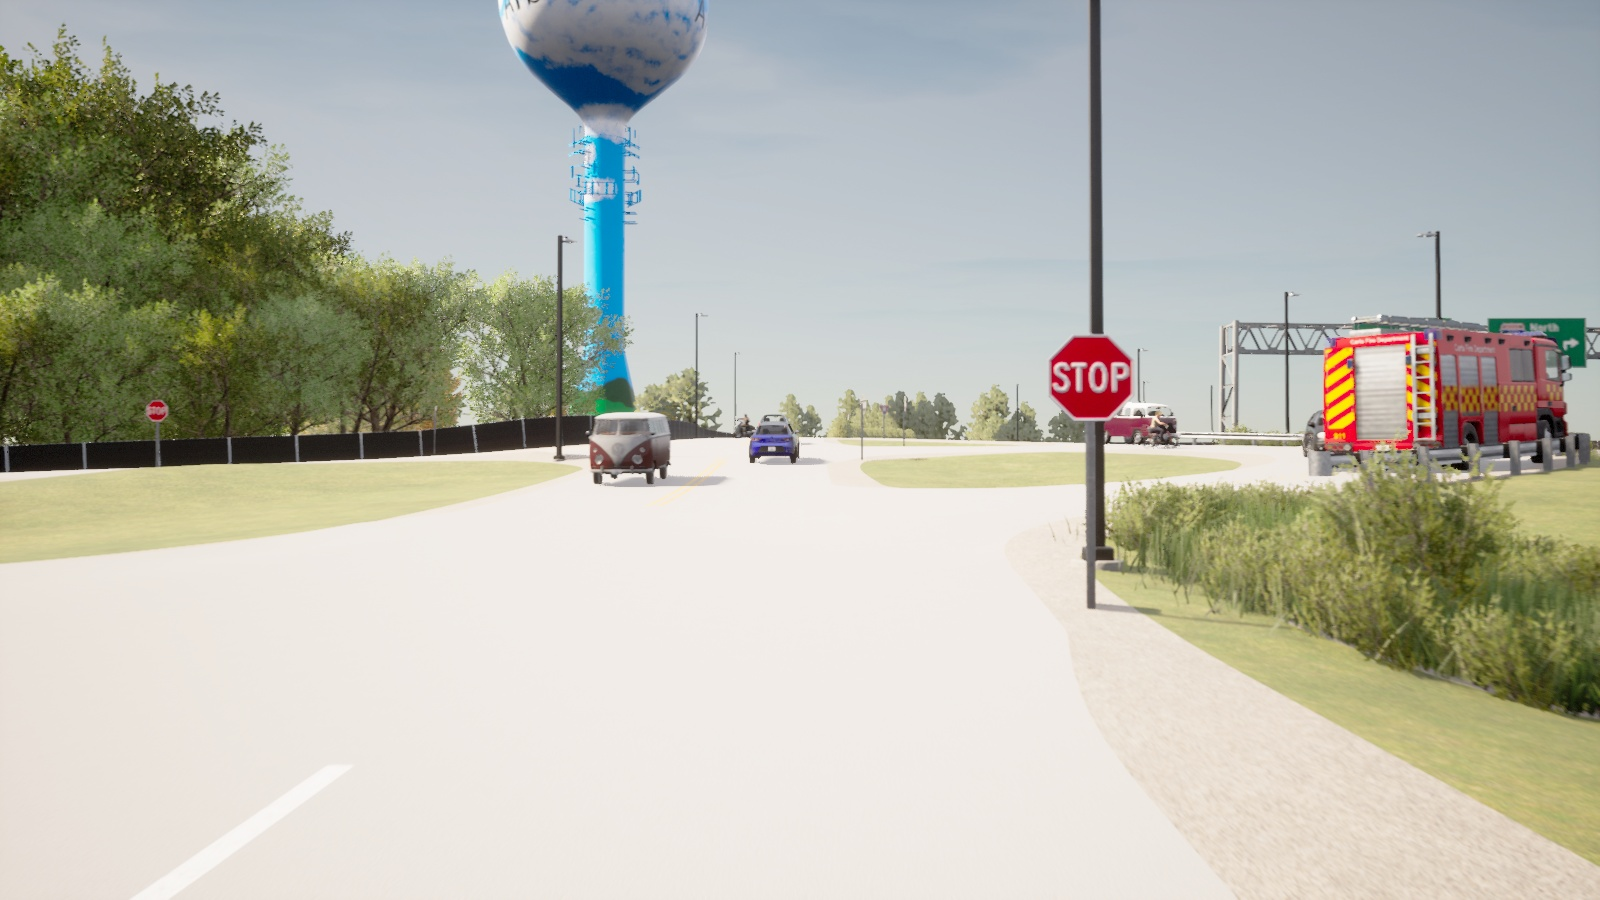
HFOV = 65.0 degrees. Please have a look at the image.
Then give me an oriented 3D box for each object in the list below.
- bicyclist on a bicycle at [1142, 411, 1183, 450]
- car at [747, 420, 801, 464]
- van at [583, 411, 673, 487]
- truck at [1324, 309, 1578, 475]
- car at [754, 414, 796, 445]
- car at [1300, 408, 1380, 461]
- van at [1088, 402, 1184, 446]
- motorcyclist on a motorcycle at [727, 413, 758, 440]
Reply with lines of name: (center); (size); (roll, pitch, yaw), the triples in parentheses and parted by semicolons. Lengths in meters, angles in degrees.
bicyclist on a bicycle: (15.418, -0.827, 53.402); (1.509, 1.612, 0.866); (-1, 2, 4)
car: (-0.930, -0.342, 47.093); (1.816, 1.474, 4.193); (0, 3, 2)
van: (-4.792, -0.085, 35.552); (1.775, 1.987, 4.442); (0, 2, 2)
truck: (17.192, -1.451, 32.831); (8.468, 3.827, 2.891); (-2, 1, -41)
car: (-1.252, -1.056, 64.187); (1.845, 1.501, 3.633); (0, 2, 3)
car: (17.397, -0.523, 40.611); (1.851, 1.617, 3.988); (-1, 1, 16)
van: (16.193, -1.240, 60.718); (2.069, 2.038, 4.480); (0, 1, -25)
motorcyclist on a motorcycle: (-3.595, -1.502, 78.842); (0.766, 1.649, 2.350); (2, 2, 30)
